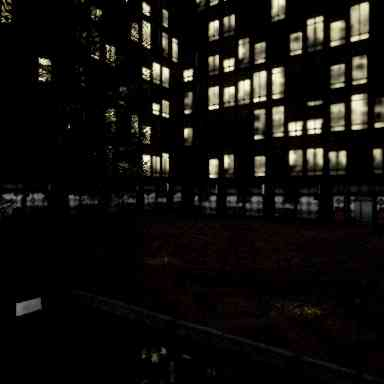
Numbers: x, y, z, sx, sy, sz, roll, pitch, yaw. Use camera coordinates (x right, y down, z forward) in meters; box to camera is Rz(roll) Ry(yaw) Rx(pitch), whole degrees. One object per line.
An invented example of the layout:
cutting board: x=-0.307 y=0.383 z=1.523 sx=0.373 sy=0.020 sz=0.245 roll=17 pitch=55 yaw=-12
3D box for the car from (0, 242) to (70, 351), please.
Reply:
car: x=-3.823 y=1.522 z=5.570 sx=4.313 sy=1.339 sz=1.947 roll=0 pitch=0 yaw=36
